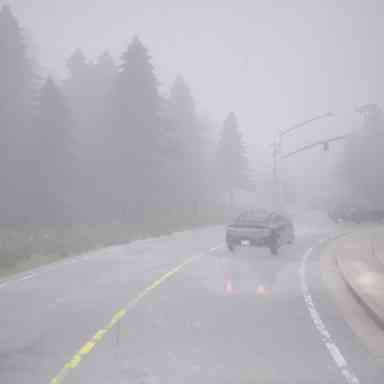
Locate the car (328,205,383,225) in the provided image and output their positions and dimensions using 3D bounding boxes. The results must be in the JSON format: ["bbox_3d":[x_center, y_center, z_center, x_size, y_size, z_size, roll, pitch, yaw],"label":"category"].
[{"bbox_3d":[11.975,1.615,24.013,4.718,1.301,1.895,0,0,-35],"label":"car"}]

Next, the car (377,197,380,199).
[{"bbox_3d":[39.220,1.373,73.176,4.553,1.767,2.097,0,0,-25],"label":"car"}]

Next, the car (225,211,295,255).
[{"bbox_3d":[2.866,1.494,13.384,2.128,1.511,4.902,0,0,26],"label":"car"}]

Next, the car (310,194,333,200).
[{"bbox_3d":[24.067,1.521,62.845,4.902,1.511,2.128,0,0,-42],"label":"car"}]

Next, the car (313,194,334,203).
[{"bbox_3d":[27.657,1.352,69.825,4.553,1.767,2.097,0,0,-36],"label":"car"}]
